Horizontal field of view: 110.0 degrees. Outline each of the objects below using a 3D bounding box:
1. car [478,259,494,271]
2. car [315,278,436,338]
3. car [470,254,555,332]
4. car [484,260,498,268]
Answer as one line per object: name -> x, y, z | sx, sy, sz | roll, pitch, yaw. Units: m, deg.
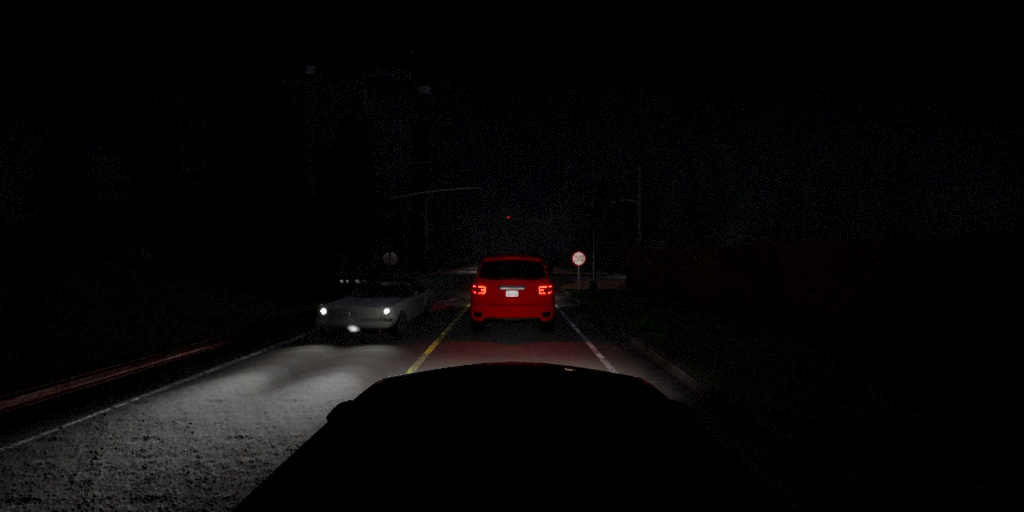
car -> -3.533, 1.220, 50.056 | 1.882, 1.535, 5.008 | 0, 0, 0
car -> -3.603, 1.349, 10.363 | 1.895, 1.301, 4.718 | 0, 0, 0
car -> 0.053, 0.970, 11.005 | 2.150, 2.045, 5.566 | 0, 0, 1
car -> -3.506, 1.305, 59.981 | 1.994, 1.385, 4.181 | 0, 0, 1
